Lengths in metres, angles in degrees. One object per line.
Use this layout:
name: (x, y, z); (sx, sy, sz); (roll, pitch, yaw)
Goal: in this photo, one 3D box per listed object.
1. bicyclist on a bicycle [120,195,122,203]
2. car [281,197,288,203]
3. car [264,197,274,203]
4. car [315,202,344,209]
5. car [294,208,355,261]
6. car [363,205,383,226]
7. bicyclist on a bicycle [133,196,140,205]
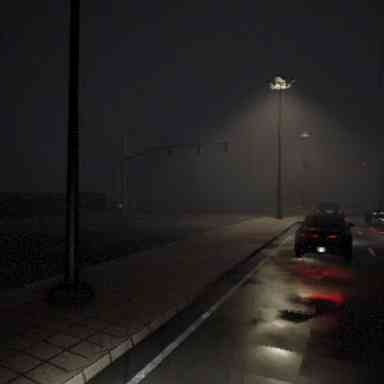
bicyclist on a bicycle: (-13.335, 1.321, 63.178); (0.582, 1.620, 1.656); (1, 0, -10)
car: (22.606, 2.049, 82.678); (1.994, 1.385, 4.181); (1, 0, 23)
car: (19.413, 1.987, 84.110); (1.812, 1.442, 4.674); (1, 0, 23)
car: (10.951, 1.554, 26.591); (2.097, 1.767, 4.553); (1, 0, 23)
car: (5.132, 1.603, 12.902); (1.837, 1.490, 4.892); (1, 0, 24)
car: (14.208, 1.729, 25.283); (2.128, 1.511, 4.902); (1, 0, 23)
bicyclist on a bicycle: (-9.922, 1.539, 59.480); (0.582, 1.620, 1.656); (3, 1, 36)
